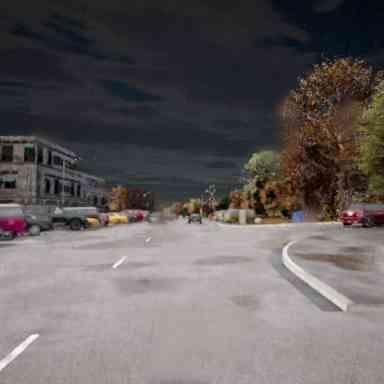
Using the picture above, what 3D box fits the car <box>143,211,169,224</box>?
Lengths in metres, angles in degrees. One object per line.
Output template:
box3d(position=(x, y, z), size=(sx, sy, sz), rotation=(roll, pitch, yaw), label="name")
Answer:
box3d(position=(-4.787, 3.545, 44.909), size=(2.128, 1.511, 4.902), rotation=(0, -4, 1), label="car")

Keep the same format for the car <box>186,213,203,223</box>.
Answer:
box3d(position=(0.440, 3.823, 48.567), size=(1.812, 1.442, 4.674), rotation=(0, -4, 1), label="car")

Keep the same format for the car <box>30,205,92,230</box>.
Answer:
box3d(position=(-11.285, 2.097, 26.866), size=(5.566, 2.045, 2.435), rotation=(0, -4, -20), label="car")

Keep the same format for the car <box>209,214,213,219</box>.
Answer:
box3d(position=(6.786, 5.066, 67.501), size=(5.366, 1.575, 1.946), rotation=(2, -4, -19), label="car")

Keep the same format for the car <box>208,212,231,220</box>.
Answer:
box3d(position=(7.177, 6.276, 88.126), size=(5.566, 2.045, 2.435), rotation=(2, -4, -19), label="car")

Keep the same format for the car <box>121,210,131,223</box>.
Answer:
box3d(position=(-11.300, 3.499, 44.341), size=(5.366, 1.575, 1.946), rotation=(1, -4, -19), label="car")

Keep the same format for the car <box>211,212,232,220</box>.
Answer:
box3d(position=(7.071, 5.775, 79.310), size=(4.553, 1.767, 2.185), rotation=(2, -5, -19), label="car")

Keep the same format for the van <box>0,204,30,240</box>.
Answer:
box3d(position=(-11.477, 1.650, 18.032), size=(4.442, 1.987, 1.878), rotation=(0, -2, -20), label="van")

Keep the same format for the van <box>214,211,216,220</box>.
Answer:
box3d(position=(6.752, 4.241, 58.724), size=(4.442, 1.987, 1.878), rotation=(2, -4, -19), label="van")

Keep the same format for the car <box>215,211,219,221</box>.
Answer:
box3d(position=(6.825, 4.311, 55.810), size=(4.674, 1.452, 2.002), rotation=(2, -4, -19), label="car")

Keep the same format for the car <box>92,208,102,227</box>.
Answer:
box3d(position=(-11.108, 2.537, 29.833), size=(5.366, 1.575, 1.946), rotation=(0, -4, -20), label="car")

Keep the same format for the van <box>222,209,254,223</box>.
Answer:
box3d(position=(6.866, 3.656, 49.999), size=(4.442, 1.987, 1.878), rotation=(2, -4, -19), label="van")

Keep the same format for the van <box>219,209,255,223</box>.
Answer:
box3d(position=(6.614, 3.452, 46.975), size=(4.442, 1.987, 1.878), rotation=(2, -4, -19), label="van")

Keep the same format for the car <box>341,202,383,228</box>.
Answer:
box3d(position=(12.997, 1.507, 23.650), size=(4.553, 1.767, 2.097), rotation=(-1, -3, -17), label="car")

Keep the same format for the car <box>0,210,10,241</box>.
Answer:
box3d(position=(-11.388, 1.761, 15.142), size=(4.892, 1.521, 2.231), rotation=(0, -2, -20), label="car")

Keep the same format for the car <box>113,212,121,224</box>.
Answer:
box3d(position=(-11.369, 3.113, 38.493), size=(5.366, 1.575, 1.946), rotation=(1, -4, -19), label="car")

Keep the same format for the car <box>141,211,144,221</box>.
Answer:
box3d(position=(-11.017, 4.035, 56.115), size=(5.566, 2.045, 2.435), rotation=(1, -4, -19), label="car")

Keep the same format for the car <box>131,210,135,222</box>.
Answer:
box3d(position=(-11.058, 3.728, 47.334), size=(4.792, 1.488, 2.163), rotation=(1, -4, -19), label="car")

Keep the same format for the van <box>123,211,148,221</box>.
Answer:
box3d(position=(-10.997, 4.660, 64.862), size=(4.442, 1.987, 1.878), rotation=(1, -4, -19), label="van")

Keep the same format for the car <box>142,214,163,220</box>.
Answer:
box3d(position=(-10.752, 6.739, 91.160), size=(5.366, 1.575, 1.946), rotation=(1, -4, -19), label="car")

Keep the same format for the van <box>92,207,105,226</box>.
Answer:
box3d(position=(-11.148, 2.508, 32.757), size=(4.442, 1.987, 1.878), rotation=(1, -4, -19), label="van")

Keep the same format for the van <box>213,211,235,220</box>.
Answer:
box3d(position=(7.137, 5.267, 73.498), size=(4.442, 1.987, 1.878), rotation=(2, -5, -19), label="van")

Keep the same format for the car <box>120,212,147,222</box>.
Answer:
box3d(position=(-10.892, 4.559, 61.979), size=(4.553, 1.767, 2.185), rotation=(1, -4, -19), label="car")

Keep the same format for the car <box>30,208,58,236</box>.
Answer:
box3d(position=(-11.339, 2.013, 20.982), size=(4.892, 1.521, 2.231), rotation=(0, -2, -20), label="car")

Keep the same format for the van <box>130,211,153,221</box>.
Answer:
box3d(position=(-10.713, 5.069, 70.800), size=(4.442, 1.987, 1.878), rotation=(1, -4, -19), label="van")

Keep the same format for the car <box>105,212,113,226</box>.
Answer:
box3d(position=(-11.251, 2.954, 35.612), size=(4.792, 1.488, 2.163), rotation=(1, -4, -19), label="car")

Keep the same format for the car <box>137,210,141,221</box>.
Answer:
box3d(position=(-11.057, 3.963, 53.190), size=(4.553, 1.767, 2.185), rotation=(1, -4, -19), label="car")

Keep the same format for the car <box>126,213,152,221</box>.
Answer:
box3d(position=(-10.846, 5.089, 67.815), size=(5.008, 1.535, 2.097), rotation=(1, -4, -19), label="car")

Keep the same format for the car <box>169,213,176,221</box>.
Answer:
box3d(position=(-4.520, 4.828, 62.350), size=(1.895, 1.301, 4.718), rotation=(0, -4, 1), label="car")

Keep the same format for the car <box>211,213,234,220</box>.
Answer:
box3d(position=(7.090, 5.725, 76.383), size=(4.792, 1.488, 2.163), rotation=(2, -5, -19), label="car")

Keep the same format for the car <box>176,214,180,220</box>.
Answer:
box3d(position=(-4.323, 5.771, 77.436), size=(1.837, 1.490, 4.892), rotation=(0, -4, 1), label="car")

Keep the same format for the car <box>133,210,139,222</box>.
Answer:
box3d(position=(-11.049, 3.894, 50.256), size=(4.892, 1.521, 2.231), rotation=(1, -4, -19), label="car")

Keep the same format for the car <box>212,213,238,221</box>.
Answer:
box3d(position=(6.986, 5.281, 70.501), size=(4.892, 1.521, 2.231), rotation=(2, -5, -19), label="car")

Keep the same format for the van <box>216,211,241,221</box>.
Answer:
box3d(position=(7.038, 4.652, 64.683), size=(4.442, 1.987, 1.878), rotation=(2, -4, -19), label="van")
